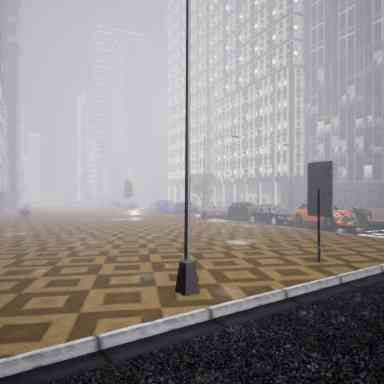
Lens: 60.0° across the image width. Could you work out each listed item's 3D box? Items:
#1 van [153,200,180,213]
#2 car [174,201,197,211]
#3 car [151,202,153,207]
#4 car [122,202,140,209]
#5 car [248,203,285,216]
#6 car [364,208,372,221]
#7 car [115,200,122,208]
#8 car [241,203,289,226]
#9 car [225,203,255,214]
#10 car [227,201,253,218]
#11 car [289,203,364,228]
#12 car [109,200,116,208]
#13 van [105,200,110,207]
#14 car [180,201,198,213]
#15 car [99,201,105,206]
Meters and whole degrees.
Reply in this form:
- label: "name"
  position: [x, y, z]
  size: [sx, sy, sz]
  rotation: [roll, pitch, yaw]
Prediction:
- label: "van"
  position: [-3.638, 2.005, 46.196]
  size: [1.690, 1.788, 3.998]
  rotation: [-1, -1, -26]
- label: "car"
  position: [-1.123, 2.308, 54.194]
  size: [1.837, 1.490, 4.892]
  rotation: [0, -1, -24]
- label: "car"
  position: [-5.602, 2.593, 63.416]
  size: [1.895, 1.301, 4.718]
  rotation: [0, -1, -26]
- label: "car"
  position: [-10.956, 2.525, 61.394]
  size: [2.008, 1.369, 4.403]
  rotation: [-1, -1, -26]
- label: "car"
  position: [8.798, 2.068, 39.695]
  size: [1.947, 1.339, 4.313]
  rotation: [-1, -1, -26]
- label: "car"
  position: [13.679, 1.854, 29.561]
  size: [2.008, 1.369, 4.403]
  rotation: [-1, -1, -26]
- label: "car"
  position: [-13.324, 2.602, 66.309]
  size: [1.752, 1.417, 4.829]
  rotation: [-1, -1, -26]
- label: "car"
  position: [6.129, 1.813, 25.924]
  size: [2.008, 1.369, 4.403]
  rotation: [-1, -1, -26]
- label: "car"
  position: [6.357, 2.168, 44.762]
  size: [1.947, 1.339, 4.313]
  rotation: [-1, -1, -26]
- label: "car"
  position: [5.453, 1.750, 33.327]
  size: [2.097, 1.767, 4.553]
  rotation: [0, -1, -26]
- label: "car"
  position: [9.697, 1.576, 24.458]
  size: [2.097, 1.767, 4.553]
  rotation: [0, -1, -25]
- label: "car"
  position: [-15.838, 2.731, 71.529]
  size: [1.887, 1.381, 4.507]
  rotation: [-1, -1, -26]
- label: "van"
  position: [-18.282, 2.635, 76.597]
  size: [1.690, 1.788, 3.998]
  rotation: [-1, -1, -26]
- label: "car"
  position: [-0.900, 2.139, 46.551]
  size: [1.882, 1.535, 5.008]
  rotation: [0, -1, -25]
- label: "car"
  position: [-23.159, 3.053, 86.729]
  size: [1.887, 1.381, 4.507]
  rotation: [-1, -1, -26]
